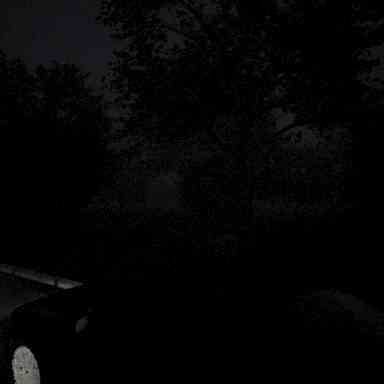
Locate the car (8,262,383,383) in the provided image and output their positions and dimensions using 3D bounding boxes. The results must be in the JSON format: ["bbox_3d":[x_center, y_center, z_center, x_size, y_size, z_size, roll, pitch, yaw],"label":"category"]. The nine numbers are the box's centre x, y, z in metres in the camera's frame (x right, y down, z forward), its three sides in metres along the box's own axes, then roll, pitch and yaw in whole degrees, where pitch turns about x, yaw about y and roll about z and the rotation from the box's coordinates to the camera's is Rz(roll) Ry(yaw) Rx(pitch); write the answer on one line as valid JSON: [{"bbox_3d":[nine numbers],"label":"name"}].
[{"bbox_3d":[0.105,1.481,3.302,5.008,1.535,1.882,0,0,35],"label":"car"}]
